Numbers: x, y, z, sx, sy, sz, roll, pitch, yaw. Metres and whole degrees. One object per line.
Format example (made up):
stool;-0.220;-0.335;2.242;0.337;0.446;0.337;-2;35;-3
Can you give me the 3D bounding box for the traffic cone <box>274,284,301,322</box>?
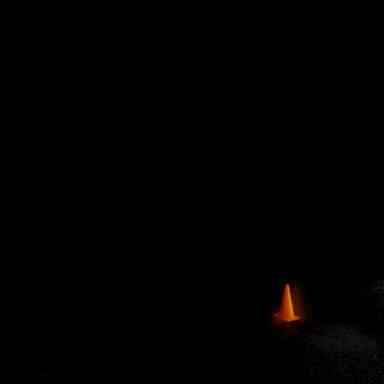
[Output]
traffic cone;1.694;1.933;5.924;0.340;0.580;0.340;0;0;-30
